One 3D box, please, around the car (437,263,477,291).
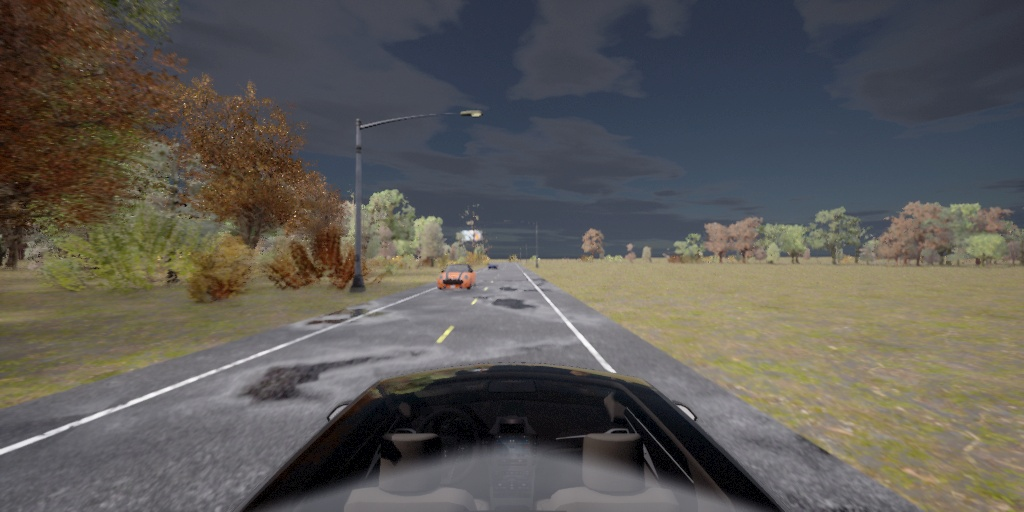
[{"bbox_3d":[-3.603,1.307,24.070,2.097,1.767,4.553,0,-1,0],"label":"car"}]
